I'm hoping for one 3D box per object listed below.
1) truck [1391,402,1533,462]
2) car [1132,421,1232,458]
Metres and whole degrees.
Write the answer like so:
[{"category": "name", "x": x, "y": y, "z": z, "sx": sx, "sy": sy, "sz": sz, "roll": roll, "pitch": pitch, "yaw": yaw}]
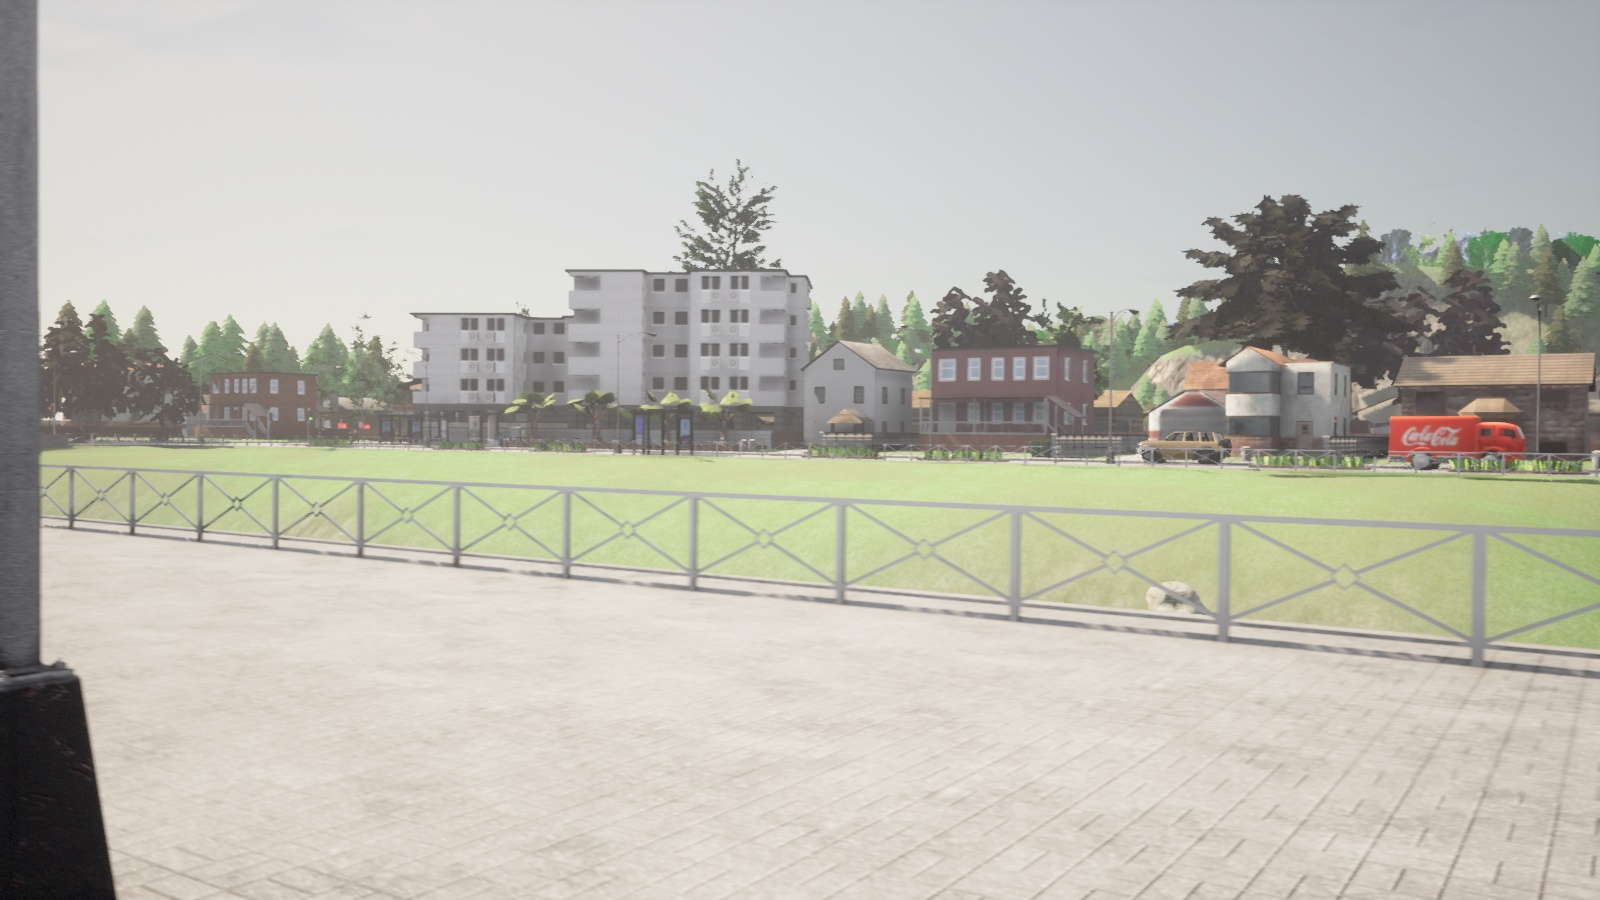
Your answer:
[{"category": "truck", "x": 28.662, "y": -0.758, "z": 54.427, "sx": 5.204, "sy": 2.467, "sz": 2.627, "roll": 0, "pitch": 1, "yaw": 34}, {"category": "car", "x": 19.801, "y": -0.520, "z": 65.125, "sx": 4.605, "sy": 1.855, "sz": 1.932, "roll": 0, "pitch": 1, "yaw": 34}]
